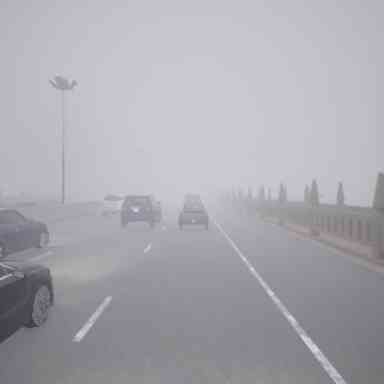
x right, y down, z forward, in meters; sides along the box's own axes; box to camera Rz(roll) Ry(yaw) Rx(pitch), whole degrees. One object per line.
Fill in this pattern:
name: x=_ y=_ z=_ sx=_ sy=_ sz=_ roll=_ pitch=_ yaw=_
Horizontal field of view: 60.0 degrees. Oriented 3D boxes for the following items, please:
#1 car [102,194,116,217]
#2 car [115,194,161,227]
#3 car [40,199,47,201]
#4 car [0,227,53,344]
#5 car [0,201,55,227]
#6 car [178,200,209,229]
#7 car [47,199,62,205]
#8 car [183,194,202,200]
car: x=-6.901 y=1.218 z=31.439 sx=2.150 sy=2.045 sz=5.566 roll=0 pitch=0 yaw=0
car: x=-3.399 y=1.219 z=22.833 sx=2.150 sy=2.045 sz=5.566 roll=0 pitch=0 yaw=0
car: x=-14.091 y=1.500 z=27.287 sx=1.837 sy=1.490 sz=4.892 roll=0 pitch=0 yaw=0
car: x=-3.400 y=1.491 z=4.062 sx=2.128 sy=1.511 sz=4.902 roll=0 pitch=0 yaw=0
car: x=-6.900 y=1.350 z=11.721 sx=2.097 sy=1.767 sz=4.553 roll=0 pitch=0 yaw=0
car: x=0.101 y=1.490 z=21.646 sx=2.128 sy=1.511 sz=4.902 roll=0 pitch=0 yaw=0
car: x=-17.584 y=1.543 z=40.460 sx=2.033 sy=1.411 sz=5.357 roll=0 pitch=0 yaw=0
car: x=0.040 y=1.217 z=41.158 sx=2.150 sy=2.045 sz=5.566 roll=0 pitch=0 yaw=-1
